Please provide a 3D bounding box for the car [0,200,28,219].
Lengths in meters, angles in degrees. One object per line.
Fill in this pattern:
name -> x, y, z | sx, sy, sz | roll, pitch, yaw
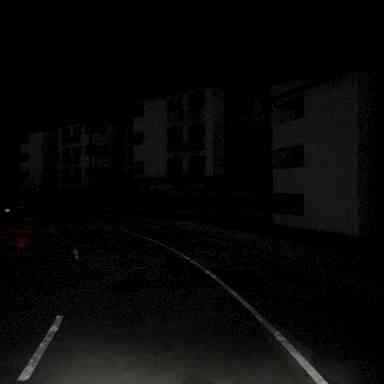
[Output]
car -> -16.868, 1.505, 29.949 | 4.892, 1.490, 1.837 | 0, 0, 39

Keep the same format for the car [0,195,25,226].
car -> -13.406, 1.223, 22.544 | 5.566, 2.045, 2.150 | 0, 0, 44
